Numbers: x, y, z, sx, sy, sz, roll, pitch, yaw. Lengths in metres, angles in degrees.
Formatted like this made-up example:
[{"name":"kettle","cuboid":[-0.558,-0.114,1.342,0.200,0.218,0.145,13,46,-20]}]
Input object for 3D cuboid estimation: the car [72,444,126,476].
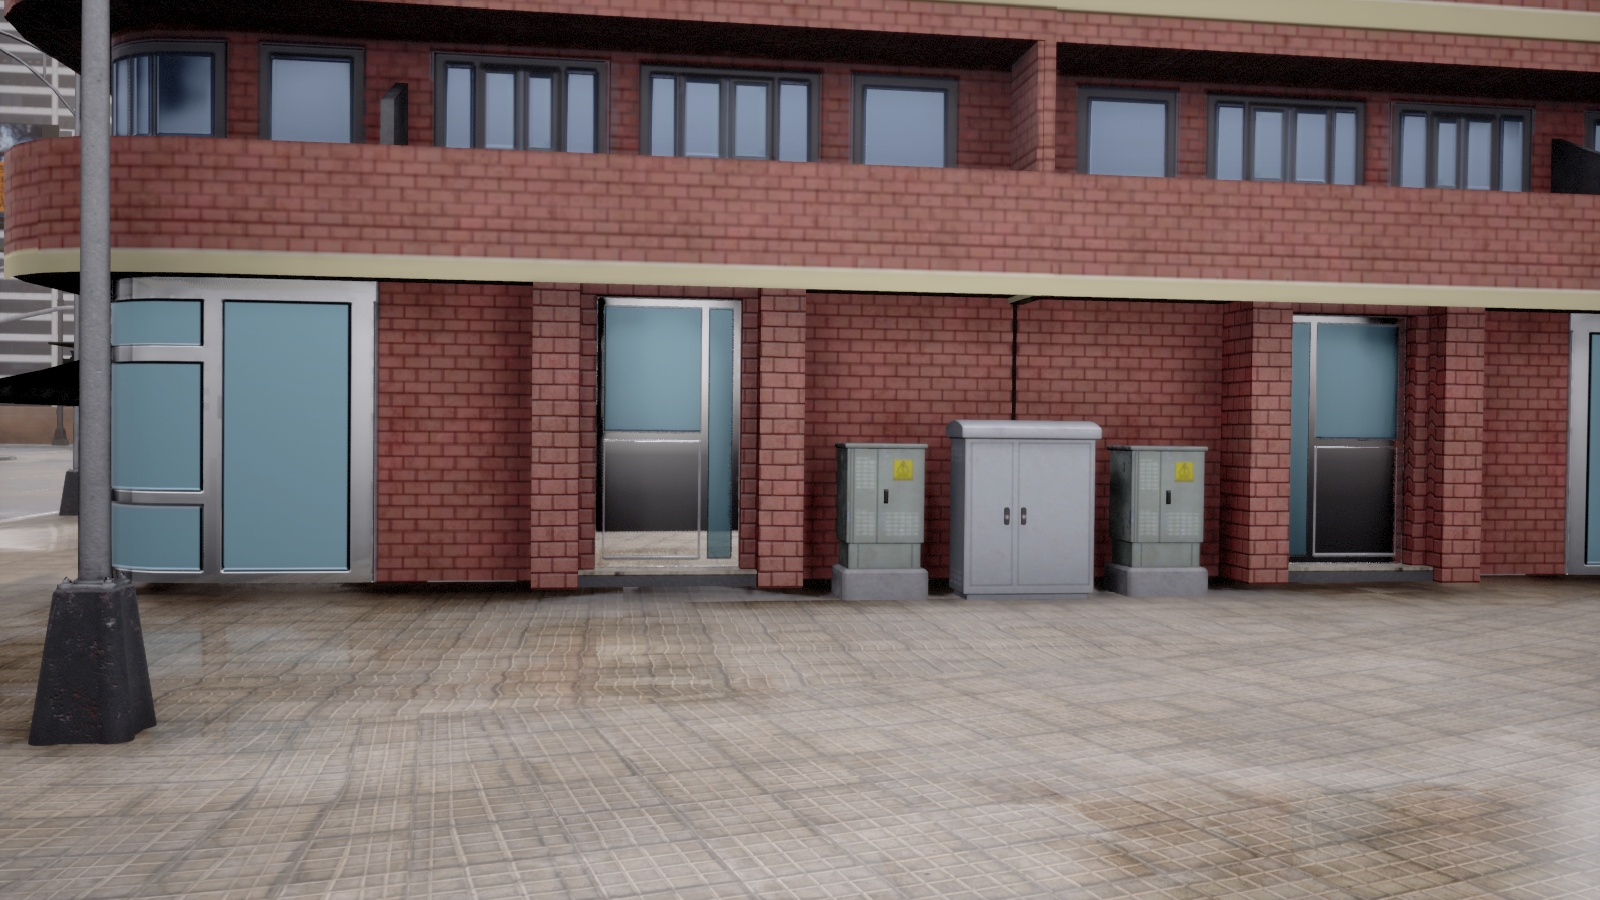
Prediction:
[{"name":"car","cuboid":[-30.335,0.396,54.459,1.895,1.301,4.718,-1,1,-28]}]
